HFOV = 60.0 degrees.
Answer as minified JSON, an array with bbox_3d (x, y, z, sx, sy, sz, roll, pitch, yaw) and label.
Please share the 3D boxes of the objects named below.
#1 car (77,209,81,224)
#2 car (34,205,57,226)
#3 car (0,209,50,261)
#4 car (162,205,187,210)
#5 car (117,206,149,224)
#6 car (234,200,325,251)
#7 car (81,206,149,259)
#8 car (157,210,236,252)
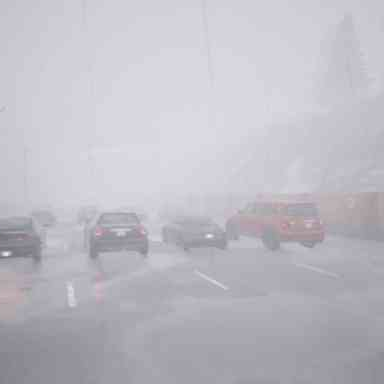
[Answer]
[{"bbox_3d":[-8.507,1.851,27.610,1.994,1.385,4.181,0,-1,-20],"label":"car"},{"bbox_3d":[-11.912,1.799,26.729,1.812,1.442,4.674,0,0,-20],"label":"car"},{"bbox_3d":[-6.510,1.634,12.411,1.837,1.490,4.892,0,0,-21],"label":"car"},{"bbox_3d":[-1.602,1.856,29.091,2.033,1.411,5.357,0,-1,-20],"label":"car"},{"bbox_3d":[-5.135,1.901,28.568,1.895,1.301,4.718,0,-1,-20],"label":"car"},{"bbox_3d":[3.576,1.393,15.408,2.150,2.045,5.566,0,0,-21],"label":"car"},{"bbox_3d":[-3.224,1.494,13.623,2.097,1.767,4.553,0,-1,-21],"label":"car"},{"bbox_3d":[-0.016,1.725,15.027,1.994,1.385,4.181,0,-1,-21],"label":"car"}]
